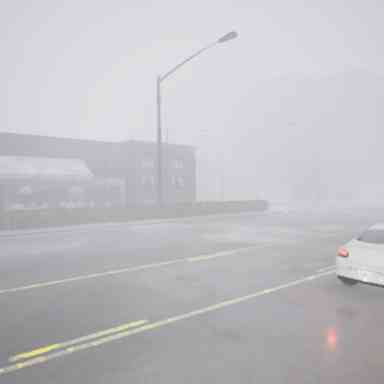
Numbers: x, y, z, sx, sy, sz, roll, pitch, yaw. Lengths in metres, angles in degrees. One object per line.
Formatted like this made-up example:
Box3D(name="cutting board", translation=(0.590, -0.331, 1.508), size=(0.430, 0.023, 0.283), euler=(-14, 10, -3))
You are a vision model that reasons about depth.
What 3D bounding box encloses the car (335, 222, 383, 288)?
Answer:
Box3D(name="car", translation=(5.176, 1.397, 7.831), size=(4.674, 1.442, 1.812), euler=(-1, 1, -37))
